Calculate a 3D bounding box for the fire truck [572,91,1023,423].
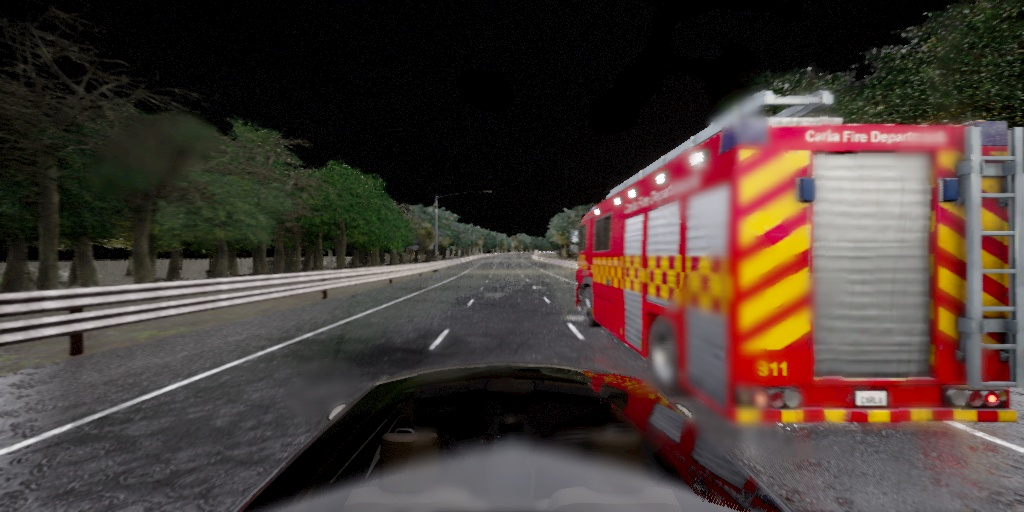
[{"bbox_3d":[3.530,0.136,7.604,2.891,3.827,8.468,0,0,0],"label":"fire truck"}]
